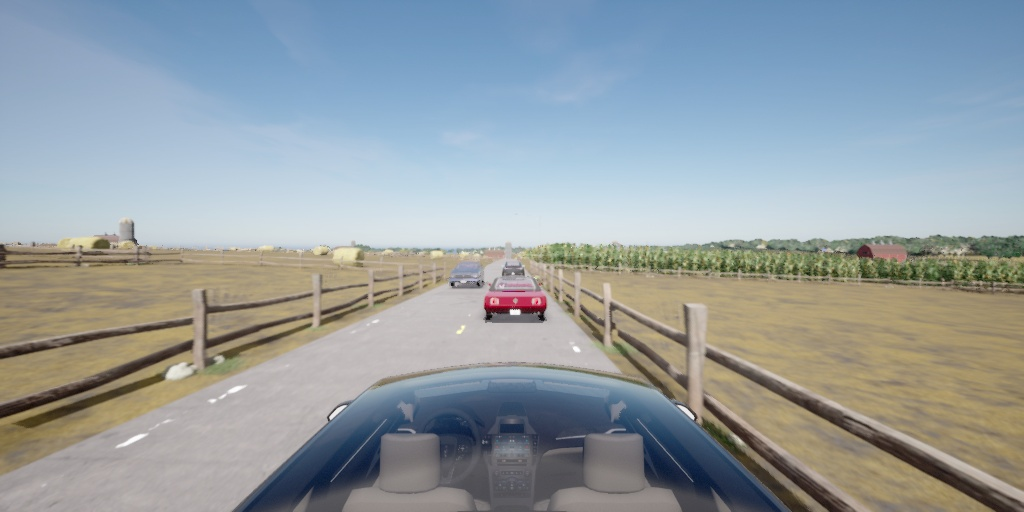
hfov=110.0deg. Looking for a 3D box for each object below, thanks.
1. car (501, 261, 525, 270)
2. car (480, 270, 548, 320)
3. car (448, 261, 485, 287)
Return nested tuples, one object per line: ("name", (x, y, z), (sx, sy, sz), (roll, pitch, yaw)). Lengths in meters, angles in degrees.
("car", (0.103, 1.171, 30.523), (2.128, 1.511, 4.902), (0, 0, 0))
("car", (0.095, 1.334, 12.562), (1.895, 1.301, 4.718), (0, 0, 0))
("car", (-2.748, 1.052, 22.968), (2.033, 1.411, 5.357), (0, 0, 0))
